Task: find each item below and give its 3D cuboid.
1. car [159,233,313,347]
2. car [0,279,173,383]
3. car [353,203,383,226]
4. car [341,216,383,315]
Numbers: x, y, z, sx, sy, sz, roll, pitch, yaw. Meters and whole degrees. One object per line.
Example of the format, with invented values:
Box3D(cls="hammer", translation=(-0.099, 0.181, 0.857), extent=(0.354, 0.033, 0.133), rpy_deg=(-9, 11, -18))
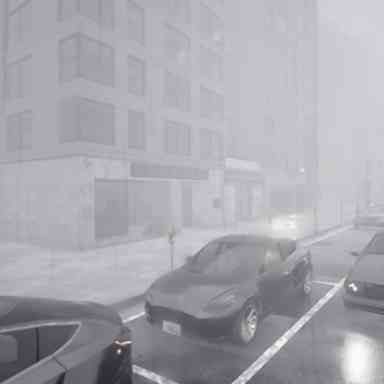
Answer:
Box3D(cls="car", translation=(1.004, 1.554, 6.482), extent=(1.947, 1.339, 4.313), rpy_deg=(0, 0, 36))
Box3D(cls="car", translation=(-2.275, 1.578, 2.035), extent=(1.947, 1.339, 4.313), rpy_deg=(0, 0, 36))
Box3D(cls="car", translation=(10.838, 1.498, 19.825), extent=(1.802, 1.307, 4.206), rpy_deg=(0, 0, 36))
Box3D(cls="car", translation=(4.813, 1.513, 7.322), extent=(2.033, 1.411, 5.357), rpy_deg=(0, 0, 36))
